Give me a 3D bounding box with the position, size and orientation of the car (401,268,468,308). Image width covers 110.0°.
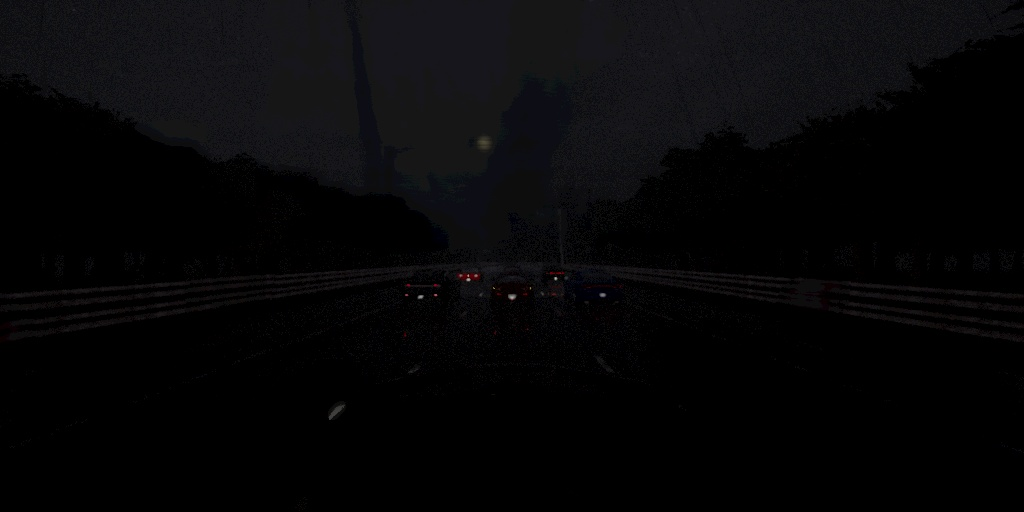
[{"bbox_3d":[-3.490,1.383,16.144,2.128,1.511,4.902,0,0,0],"label":"car"}]

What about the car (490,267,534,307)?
[{"bbox_3d":[0.012,1.417,16.225,1.812,1.442,4.674,0,0,0],"label":"car"}]

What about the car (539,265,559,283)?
[{"bbox_3d":[3.517,1.555,31.155,1.837,1.490,4.892,0,0,0],"label":"car"}]

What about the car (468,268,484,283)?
[{"bbox_3d":[-3.485,1.646,30.958,1.895,1.301,4.718,0,-1,0],"label":"car"}]

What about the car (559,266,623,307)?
[{"bbox_3d":[3.512,1.370,16.322,1.882,1.535,5.008,0,0,0],"label":"car"}]
